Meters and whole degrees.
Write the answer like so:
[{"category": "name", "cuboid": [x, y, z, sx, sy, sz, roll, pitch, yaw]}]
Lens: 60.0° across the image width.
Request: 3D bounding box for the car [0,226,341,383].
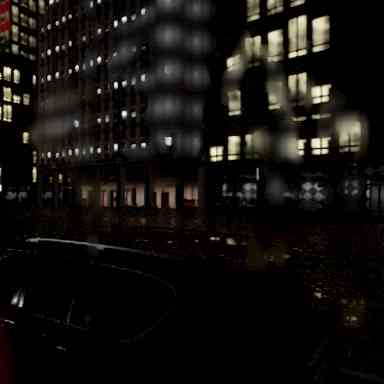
[{"category": "car", "cuboid": [-1.082, 1.326, 3.640, 5.009, 1.841, 2.192, 0, 0, 35]}]
